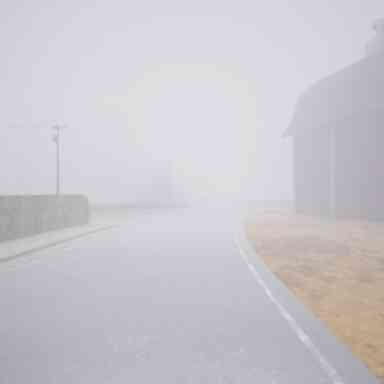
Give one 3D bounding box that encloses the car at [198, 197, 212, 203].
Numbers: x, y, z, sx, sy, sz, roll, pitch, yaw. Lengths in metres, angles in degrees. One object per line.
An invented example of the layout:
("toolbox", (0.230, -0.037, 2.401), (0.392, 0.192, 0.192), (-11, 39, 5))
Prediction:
("car", (2.850, 1.750, 73.542), (2.033, 1.411, 5.357), (0, 0, -16))
